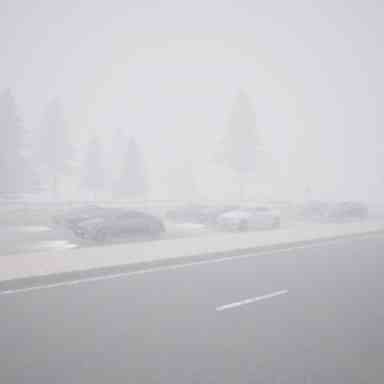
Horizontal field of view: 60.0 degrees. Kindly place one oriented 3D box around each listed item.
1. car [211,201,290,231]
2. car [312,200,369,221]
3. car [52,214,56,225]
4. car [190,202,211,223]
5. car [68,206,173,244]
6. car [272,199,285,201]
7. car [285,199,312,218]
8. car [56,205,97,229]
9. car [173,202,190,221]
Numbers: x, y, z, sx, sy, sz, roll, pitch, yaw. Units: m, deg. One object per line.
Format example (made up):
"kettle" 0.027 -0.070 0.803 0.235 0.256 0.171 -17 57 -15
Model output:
"car" 3.727 1.511 20.735 4.674 1.442 1.812 0 0 -35
"car" 12.267 1.484 26.748 4.902 1.511 2.128 0 0 -35
"car" -6.899 1.530 21.790 4.181 1.385 1.994 0 0 -36
"car" 2.317 1.543 24.011 4.181 1.385 1.994 0 0 -35
"car" -3.306 1.542 15.755 4.181 1.385 1.994 0 0 -36
"car" 8.550 1.459 32.691 5.008 1.535 1.882 0 0 -35
"car" 11.108 1.479 30.209 4.902 1.511 2.128 0 0 -35
"car" -4.879 1.573 18.925 4.718 1.301 1.895 0 0 -35
"car" -0.052 1.537 26.642 4.181 1.385 1.994 0 0 -36
